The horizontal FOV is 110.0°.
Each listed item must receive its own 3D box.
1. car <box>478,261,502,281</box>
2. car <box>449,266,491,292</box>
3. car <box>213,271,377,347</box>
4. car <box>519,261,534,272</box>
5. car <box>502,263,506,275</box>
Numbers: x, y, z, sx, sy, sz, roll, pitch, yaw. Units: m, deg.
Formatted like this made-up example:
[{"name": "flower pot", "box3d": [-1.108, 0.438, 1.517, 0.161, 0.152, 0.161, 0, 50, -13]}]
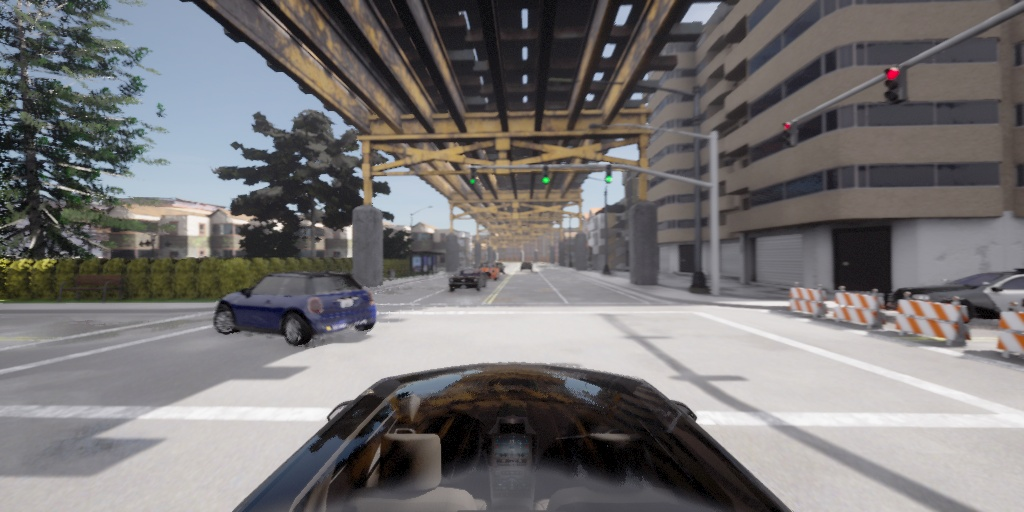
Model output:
[{"name": "car", "box3d": [-2.321, 1.314, 33.026, 2.097, 1.767, 4.553, -1, 0, 2]}, {"name": "car", "box3d": [-2.731, 1.507, 23.153, 1.895, 1.301, 4.718, -1, 0, 3]}, {"name": "car", "box3d": [-5.956, 1.207, 9.815, 4.553, 1.767, 2.097, -1, 0, 27]}, {"name": "car", "box3d": [2.118, 1.544, 52.446, 1.837, 1.490, 4.892, -1, 0, 2]}, {"name": "car", "box3d": [-1.818, 1.534, 44.679, 1.837, 1.490, 4.892, -1, -1, 3]}]
